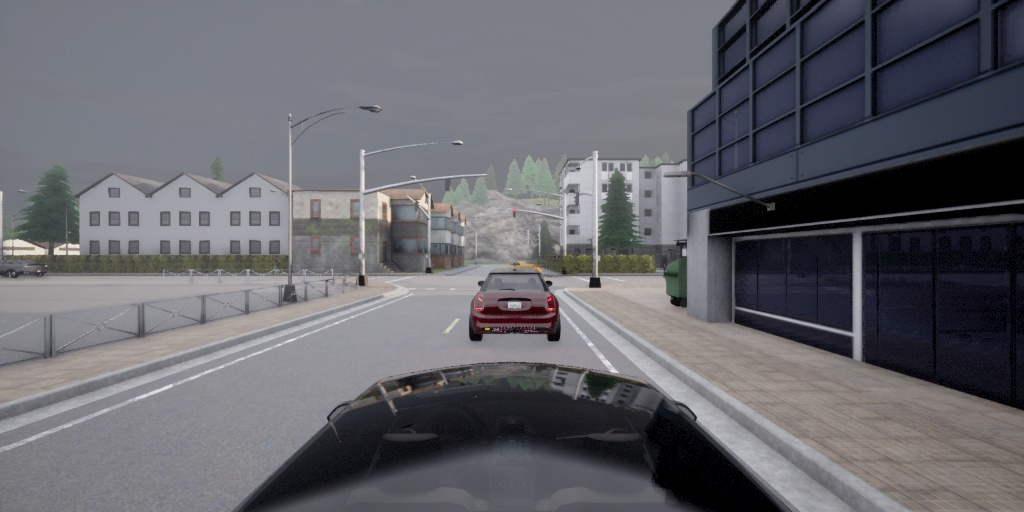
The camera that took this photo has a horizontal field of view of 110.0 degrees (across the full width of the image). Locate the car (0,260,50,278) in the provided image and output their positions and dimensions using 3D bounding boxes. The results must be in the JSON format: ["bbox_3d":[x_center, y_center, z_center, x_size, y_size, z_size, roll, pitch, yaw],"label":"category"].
[{"bbox_3d":[-42.102,1.065,30.105,4.902,1.511,2.128,0,0,0],"label":"car"}]

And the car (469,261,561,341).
[{"bbox_3d":[0.085,1.102,10.014,2.097,1.767,4.553,0,0,1],"label":"car"}]

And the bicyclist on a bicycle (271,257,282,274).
[{"bbox_3d":[-22.211,0.874,33.856,0.582,1.620,1.656,0,0,0],"label":"bicyclist on a bicycle"}]

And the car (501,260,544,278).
[{"bbox_3d":[0.894,1.213,35.040,1.882,1.535,5.008,-1,0,-29],"label":"car"}]
